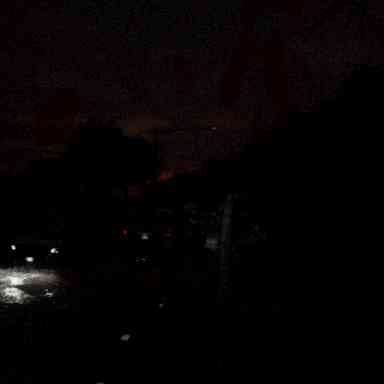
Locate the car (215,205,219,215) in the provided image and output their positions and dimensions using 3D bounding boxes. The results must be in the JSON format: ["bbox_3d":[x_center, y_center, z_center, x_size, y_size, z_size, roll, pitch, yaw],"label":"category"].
[{"bbox_3d":[4.027,2.365,44.297,1.994,1.385,4.181,2,-2,4],"label":"car"}]

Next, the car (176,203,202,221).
[{"bbox_3d":[-0.211,1.923,32.934,1.812,1.442,4.674,2,-1,7],"label":"car"}]

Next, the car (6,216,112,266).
[{"bbox_3d":[-4.110,1.622,12.294,2.033,1.411,5.357,2,0,14],"label":"car"}]

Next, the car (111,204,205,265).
[{"bbox_3d":[-0.926,1.530,12.856,2.097,1.767,4.553,2,-1,17],"label":"car"}]

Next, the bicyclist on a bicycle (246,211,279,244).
[{"bbox_3d":[3.533,1.774,16.662,1.656,1.620,0.582,0,-1,12],"label":"bicyclist on a bicycle"}]

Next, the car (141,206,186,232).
[{"bbox_3d":[-1.814,1.756,22.860,1.812,1.442,4.674,2,-1,11],"label":"car"}]
